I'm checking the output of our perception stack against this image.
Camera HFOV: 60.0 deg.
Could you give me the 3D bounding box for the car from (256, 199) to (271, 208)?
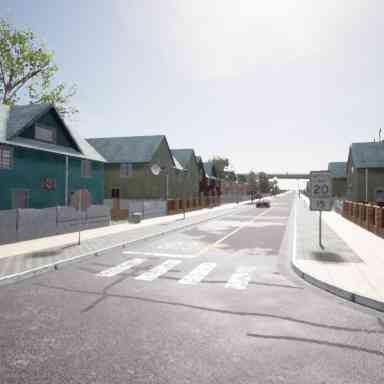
[{"bbox_3d":[10.796,1.651,50.232,1.895,1.301,4.718,0,0,17],"label":"car"}]
